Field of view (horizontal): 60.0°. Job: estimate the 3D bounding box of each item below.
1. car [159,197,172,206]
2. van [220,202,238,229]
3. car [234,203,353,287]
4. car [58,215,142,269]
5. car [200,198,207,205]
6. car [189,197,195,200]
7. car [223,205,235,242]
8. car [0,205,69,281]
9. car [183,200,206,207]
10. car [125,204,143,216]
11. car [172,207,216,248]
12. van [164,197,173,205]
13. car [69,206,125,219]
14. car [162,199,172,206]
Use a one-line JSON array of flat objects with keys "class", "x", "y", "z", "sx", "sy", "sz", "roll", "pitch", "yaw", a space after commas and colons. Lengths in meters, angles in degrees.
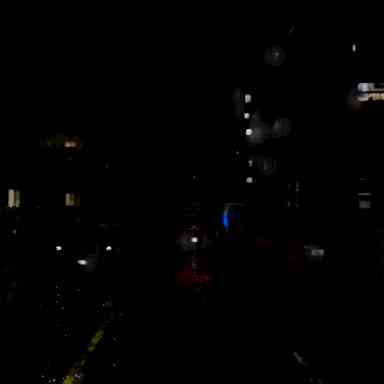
[{"class": "car", "x": -5.755, "y": 2.229, "z": 69.142, "sx": 1.887, "sy": 1.381, "sz": 4.507, "roll": 1, "pitch": -1, "yaw": 0}, {"class": "van", "x": 2.707, "y": 1.544, "z": 20.369, "sx": 1.690, "sy": 1.788, "sz": 3.998, "roll": 1, "pitch": -1, "yaw": 0}, {"class": "car", "x": 2.708, "y": 1.411, "z": 9.556, "sx": 2.192, "sy": 1.841, "sz": 5.009, "roll": 1, "pitch": -1, "yaw": 0}, {"class": "car", "x": -3.100, "y": 1.718, "z": 11.677, "sx": 1.895, "sy": 1.301, "sz": 4.718, "roll": 0, "pitch": -1, "yaw": 0}, {"class": "car", "x": 2.703, "y": 2.236, "z": 80.573, "sx": 1.967, "sy": 1.590, "sz": 4.097, "roll": 1, "pitch": -1, "yaw": 0}, {"class": "car", "x": -0.003, "y": 2.200, "z": 91.821, "sx": 1.882, "sy": 1.535, "sz": 5.008, "roll": 0, "pitch": -1, "yaw": 0}, {"class": "car", "x": 2.705, "y": 1.590, "z": 14.961, "sx": 1.967, "sy": 1.590, "sz": 4.097, "roll": 1, "pitch": -1, "yaw": 0}, {"class": "car", "x": -5.672, "y": 1.412, "z": 9.562, "sx": 2.192, "sy": 1.841, "sz": 5.009, "roll": 1, "pitch": -1, "yaw": 0}, {"class": "car", "x": 0.098, "y": 1.796, "z": 31.967, "sx": 1.882, "sy": 1.535, "sz": 5.008, "roll": 0, "pitch": -1, "yaw": 0}, {"class": "car", "x": -5.678, "y": 1.862, "z": 31.188, "sx": 2.008, "sy": 1.369, "sz": 4.403, "roll": 1, "pitch": -1, "yaw": 0}, {"class": "car", "x": 0.098, "y": 1.663, "z": 15.664, "sx": 1.837, "sy": 1.490, "sz": 4.892, "roll": 0, "pitch": 0, "yaw": 0}, {"class": "van", "x": -5.675, "y": 2.137, "z": 80.513, "sx": 1.690, "sy": 1.788, "sz": 3.998, "roll": 1, "pitch": -1, "yaw": 0}, {"class": "car", "x": -5.675, "y": 1.644, "z": 20.376, "sx": 1.967, "sy": 1.590, "sz": 4.097, "roll": 1, "pitch": -1, "yaw": 0}, {"class": "car", "x": -5.679, "y": 2.285, "z": 74.823, "sx": 1.887, "sy": 1.381, "sz": 4.507, "roll": 1, "pitch": -1, "yaw": 0}]
